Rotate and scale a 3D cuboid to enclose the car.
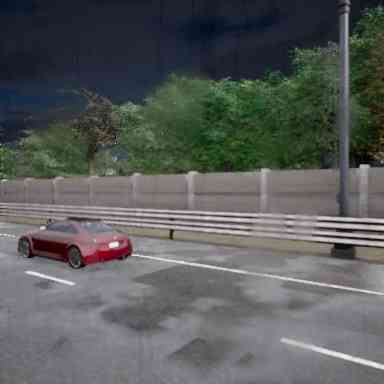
[{"bbox_3d":[-3.971,1.547,11.121,4.181,1.385,1.994,0,0,35],"label":"car"}]
